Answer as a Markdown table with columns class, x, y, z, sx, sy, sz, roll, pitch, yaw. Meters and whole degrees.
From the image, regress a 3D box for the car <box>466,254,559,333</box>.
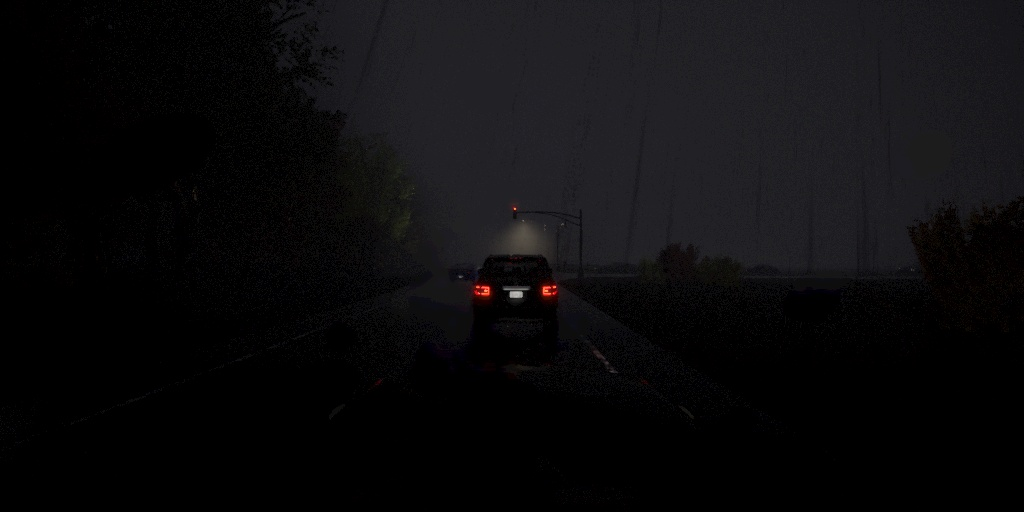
| class | x | y | z | sx | sy | sz | roll | pitch | yaw |
| --- | --- | --- | --- | --- | --- | --- | --- | --- | --- |
| car | 0.101 | 0.974 | 10.882 | 2.150 | 2.045 | 5.566 | 0 | 0 | 0 |

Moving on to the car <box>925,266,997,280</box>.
| class | x | y | z | sx | sy | sz | roll | pitch | yaw |
| --- | --- | --- | --- | --- | --- | --- | --- | --- | --- |
| car | 48.515 | 1.826 | 38.478 | 5.357 | 1.411 | 2.033 | 1 | -1 | 0 |

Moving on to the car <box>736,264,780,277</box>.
| class | x | y | z | sx | sy | sz | roll | pitch | yaw |
| --- | --- | --- | --- | --- | --- | --- | --- | --- | --- |
| car | 28.815 | 1.649 | 42.163 | 4.674 | 1.442 | 1.812 | 1 | -1 | 0 |

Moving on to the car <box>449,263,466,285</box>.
| class | x | y | z | sx | sy | sz | roll | pitch | yaw |
| --- | --- | --- | --- | --- | --- | --- | --- | --- | --- |
| car | -3.399 | 1.234 | 26.373 | 1.882 | 1.535 | 5.008 | 0 | 0 | 0 |

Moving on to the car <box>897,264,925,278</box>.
| class | x | y | z | sx | sy | sz | roll | pitch | yaw |
| --- | --- | --- | --- | --- | --- | --- | --- | --- | --- |
| car | 48.176 | 1.687 | 42.033 | 4.553 | 1.767 | 2.097 | 1 | -1 | 1 |

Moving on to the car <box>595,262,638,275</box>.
| class | x | y | z | sx | sy | sz | roll | pitch | yaw |
| --- | --- | --- | --- | --- | --- | --- | --- | --- | --- |
| car | 12.320 | 1.440 | 42.527 | 4.902 | 1.511 | 2.128 | 1 | -1 | 4 |
